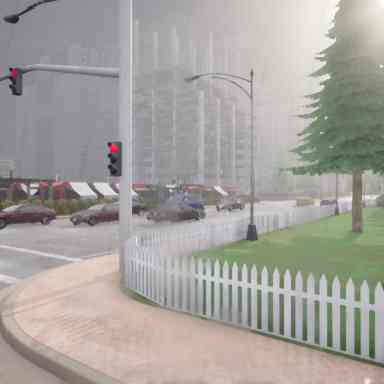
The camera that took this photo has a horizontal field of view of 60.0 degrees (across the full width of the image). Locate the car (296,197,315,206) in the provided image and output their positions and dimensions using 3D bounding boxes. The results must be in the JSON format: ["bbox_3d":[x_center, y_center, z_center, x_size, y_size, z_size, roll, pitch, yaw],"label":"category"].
[{"bbox_3d":[18.250,1.478,53.326,1.882,1.535,5.008,0,0,34],"label":"car"}]

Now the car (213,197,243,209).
[{"bbox_3d":[5.160,1.491,46.696,2.128,1.511,4.902,0,0,34],"label":"car"}]

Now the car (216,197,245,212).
[{"bbox_3d":[4.645,1.491,39.718,2.128,1.511,4.902,0,0,34],"label":"car"}]

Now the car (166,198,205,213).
[{"bbox_3d":[-0.654,1.491,38.128,2.128,1.511,4.902,0,0,34],"label":"car"}]

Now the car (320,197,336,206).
[{"bbox_3d":[21.080,1.526,51.264,1.812,1.442,4.674,0,0,34],"label":"car"}]

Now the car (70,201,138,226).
[{"bbox_3d":[-6.300,1.526,23.458,1.812,1.442,4.674,0,0,34],"label":"car"}]

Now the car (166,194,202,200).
[{"bbox_3d":[-0.990,1.221,31.378,2.150,2.045,5.566,0,0,34],"label":"car"}]

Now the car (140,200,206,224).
[{"bbox_3d":[-1.067,1.547,24.604,2.033,1.411,5.357,0,0,34],"label":"car"}]

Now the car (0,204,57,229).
[{"bbox_3d":[-11.415,1.526,22.169,1.812,1.442,4.674,0,0,36],"label":"car"}]

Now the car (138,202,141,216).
[{"bbox_3d":[-6.196,1.478,29.914,1.882,1.535,5.008,0,0,34],"label":"car"}]
